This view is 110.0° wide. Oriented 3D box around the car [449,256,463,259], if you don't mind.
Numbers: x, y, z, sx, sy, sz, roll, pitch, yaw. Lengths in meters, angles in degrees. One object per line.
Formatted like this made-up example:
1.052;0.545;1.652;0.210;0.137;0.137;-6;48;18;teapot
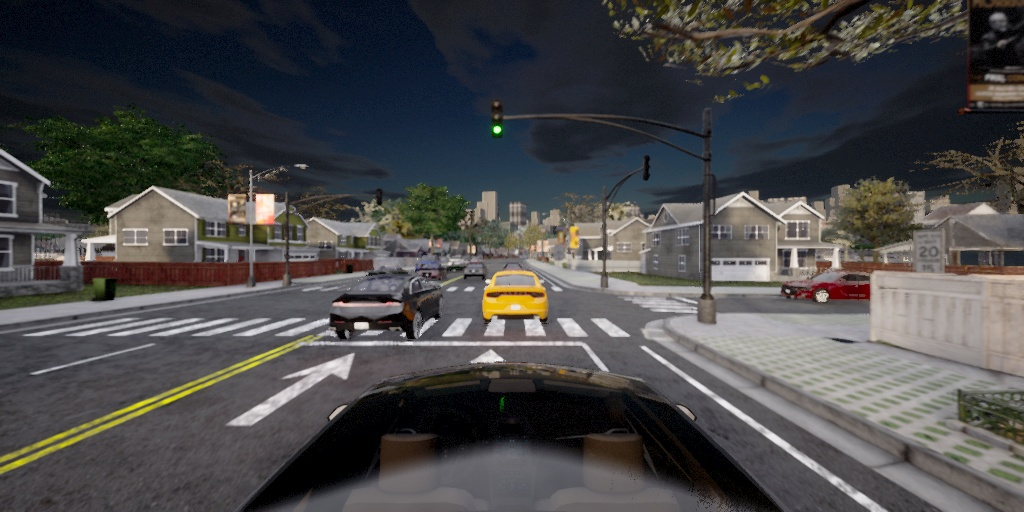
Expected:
-9.753;0.941;63.294;2.150;2.045;5.566;0;0;0;car

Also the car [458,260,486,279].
-3.147;1.293;31.890;2.033;1.411;5.357;0;0;0;car

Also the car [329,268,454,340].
-3.149;1.244;9.930;2.128;1.511;4.902;0;0;0;car

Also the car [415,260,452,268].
-6.593;1.311;29.734;1.994;1.385;4.181;0;0;0;car

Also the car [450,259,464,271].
-6.588;1.338;43.144;1.895;1.301;4.718;0;0;0;car

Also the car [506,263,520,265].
0.101;1.309;33.877;1.994;1.385;4.181;0;0;0;car

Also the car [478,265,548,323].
0.099;1.230;12.151;1.882;1.535;5.008;0;0;0;car

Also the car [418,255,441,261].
-9.838;0.954;42.865;2.150;2.045;5.566;0;1;0;car

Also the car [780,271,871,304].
16.004;1.476;17.621;5.008;1.535;1.882;1;0;-1;car

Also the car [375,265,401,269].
-9.847;1.348;28.241;1.895;1.301;4.718;0;0;0;car
